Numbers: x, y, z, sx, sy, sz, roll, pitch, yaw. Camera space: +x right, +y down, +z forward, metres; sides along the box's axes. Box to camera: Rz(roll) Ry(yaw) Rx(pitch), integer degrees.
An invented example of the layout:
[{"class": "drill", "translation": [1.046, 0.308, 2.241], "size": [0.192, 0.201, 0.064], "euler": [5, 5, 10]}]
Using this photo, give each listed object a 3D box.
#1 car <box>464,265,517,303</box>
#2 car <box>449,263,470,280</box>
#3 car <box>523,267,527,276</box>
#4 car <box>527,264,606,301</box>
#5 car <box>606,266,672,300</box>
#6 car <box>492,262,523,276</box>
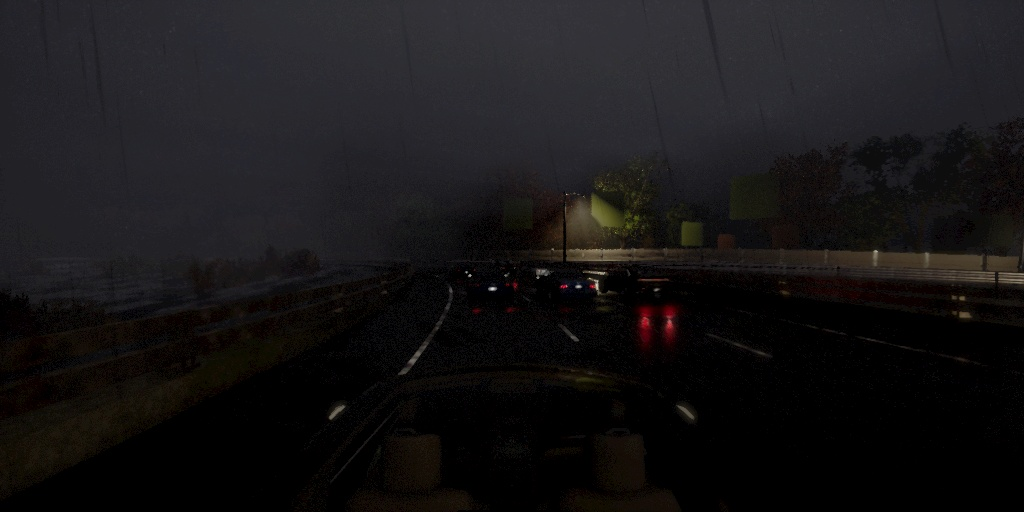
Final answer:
[{"class": "car", "translation": [-1.088, 1.320, 16.698], "size": [1.994, 1.385, 4.181], "euler": [0, 0, -8]}, {"class": "car", "translation": [-4.332, 1.321, 31.586], "size": [1.994, 1.385, 4.181], "euler": [0, 0, -16]}, {"class": "car", "translation": [2.375, 1.365, 33.590], "size": [1.895, 1.301, 4.718], "euler": [0, 0, -16]}, {"class": "car", "translation": [2.376, 1.311, 17.197], "size": [2.033, 1.411, 5.357], "euler": [0, 0, -8]}, {"class": "car", "translation": [5.840, 1.243, 17.696], "size": [2.128, 1.511, 4.902], "euler": [0, 0, -8]}, {"class": "car", "translation": [-0.974, 1.243, 32.574], "size": [2.128, 1.511, 4.902], "euler": [0, 0, -16]}]
